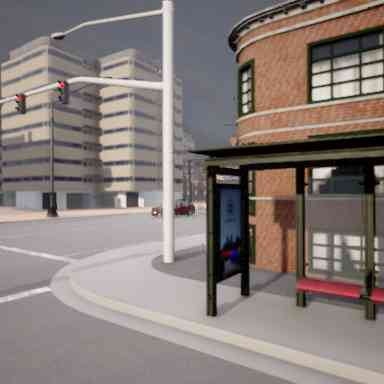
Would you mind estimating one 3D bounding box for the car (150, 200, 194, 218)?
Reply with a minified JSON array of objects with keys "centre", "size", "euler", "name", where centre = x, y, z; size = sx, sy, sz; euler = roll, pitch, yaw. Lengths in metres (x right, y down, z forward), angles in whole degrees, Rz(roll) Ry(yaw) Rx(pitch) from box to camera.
[{"centre":[-1.743,1.551,30.900],"size":[1.882,1.535,5.008],"euler":[0,0,35],"name":"car"}]
